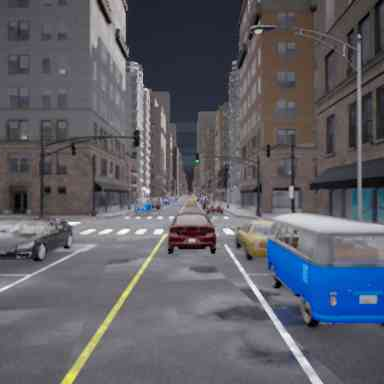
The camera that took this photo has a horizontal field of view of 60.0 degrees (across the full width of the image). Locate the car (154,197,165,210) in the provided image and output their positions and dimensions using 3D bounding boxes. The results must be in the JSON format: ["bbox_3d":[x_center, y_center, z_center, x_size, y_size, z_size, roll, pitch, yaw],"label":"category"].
[{"bbox_3d":[-5.868,1.759,50.897,2.192,1.841,5.009,0,0,0],"label":"car"}]

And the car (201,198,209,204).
[{"bbox_3d":[3.127,2.179,82.565,1.837,1.490,4.892,0,0,0],"label":"car"}]

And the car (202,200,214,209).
[{"bbox_3d":[2.656,2.055,56.496,1.947,1.339,4.313,0,0,0],"label":"car"}]

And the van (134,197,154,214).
[{"bbox_3d":[-5.866,1.691,39.725,1.690,1.788,3.998,0,-1,0],"label":"van"}]

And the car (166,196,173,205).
[{"bbox_3d":[-5.872,2.156,73.239,1.887,1.381,4.507,0,0,0],"label":"car"}]

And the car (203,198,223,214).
[{"bbox_3d":[2.660,1.790,39.743,1.967,1.590,4.097,0,0,0],"label":"car"}]

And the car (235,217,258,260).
[{"bbox_3d":[2.665,1.640,12.718,1.752,1.417,4.829,0,-1,0],"label":"car"}]

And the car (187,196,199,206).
[{"bbox_3d":[-0.010,2.034,65.521,1.882,1.535,5.008,0,0,0],"label":"car"}]

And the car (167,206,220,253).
[{"bbox_3d":[-0.011,1.607,14.463,1.882,1.535,5.008,0,0,0],"label":"car"}]

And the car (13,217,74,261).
[{"bbox_3d":[-5.860,1.663,12.528,2.008,1.369,4.403,0,-1,0],"label":"car"}]

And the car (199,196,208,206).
[{"bbox_3d":[2.657,1.759,50.914,2.192,1.841,5.009,0,0,0],"label":"car"}]

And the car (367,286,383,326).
[{"bbox_3d":[2.668,1.594,1.208,1.802,1.307,4.206,0,-1,0],"label":"car"}]

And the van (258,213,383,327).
[{"bbox_3d":[2.667,1.404,6.880,1.690,1.788,3.998,0,-1,0],"label":"van"}]

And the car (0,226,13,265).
[{"bbox_3d":[-5.859,1.587,6.691,1.752,1.417,4.829,0,-1,0],"label":"car"}]

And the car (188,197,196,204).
[{"bbox_3d":[-0.017,2.035,80.741,2.033,1.411,5.357,0,0,0],"label":"car"}]

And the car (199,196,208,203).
[{"bbox_3d":[3.093,2.075,89.536,2.097,1.767,4.553,0,0,0],"label":"car"}]
